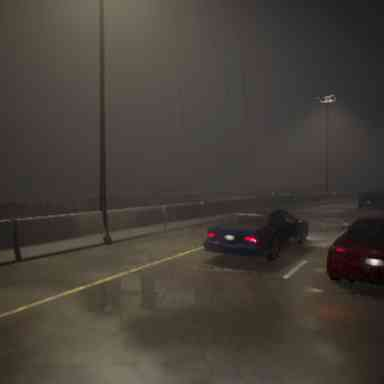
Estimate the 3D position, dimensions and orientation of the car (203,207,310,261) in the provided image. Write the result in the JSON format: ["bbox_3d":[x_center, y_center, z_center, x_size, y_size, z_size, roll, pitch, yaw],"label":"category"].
[{"bbox_3d":[2.394,1.230,11.160,2.033,1.411,5.357,1,2,33],"label":"car"}]

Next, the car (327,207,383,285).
[{"bbox_3d":[4.747,1.325,8.350,1.994,1.385,4.181,1,2,33],"label":"car"}]

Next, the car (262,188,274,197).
[{"bbox_3d":[13.550,0.041,52.095,4.892,1.490,1.837,-1,2,-43],"label":"car"}]

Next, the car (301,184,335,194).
[{"bbox_3d":[18.048,-0.094,46.743,5.566,2.045,2.150,-1,2,-43],"label":"car"}]

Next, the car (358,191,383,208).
[{"bbox_3d":[16.358,0.639,29.583,1.882,1.535,5.008,1,2,41],"label":"car"}]

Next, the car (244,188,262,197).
[{"bbox_3d":[10.610,0.079,54.150,4.718,1.301,1.895,-2,2,-43],"label":"car"}]

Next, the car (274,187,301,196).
[{"bbox_3d":[14.405,0.149,48.084,4.892,1.490,1.837,-2,3,-44],"label":"car"}]
